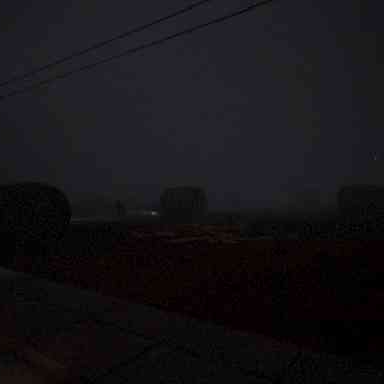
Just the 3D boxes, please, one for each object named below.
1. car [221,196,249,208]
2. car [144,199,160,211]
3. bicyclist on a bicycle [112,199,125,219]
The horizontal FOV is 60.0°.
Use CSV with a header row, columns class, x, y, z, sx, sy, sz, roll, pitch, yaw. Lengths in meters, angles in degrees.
class,x,y,z,sx,sy,sz,roll,pitch,yaw
car,6.375,1.647,48.006,1.895,1.301,4.718,0,0,39
car,-3.758,1.567,41.050,1.837,1.490,4.892,0,0,38
bicyclist on a bicycle,-5.845,1.338,26.340,1.656,1.620,0.582,-1,0,38
